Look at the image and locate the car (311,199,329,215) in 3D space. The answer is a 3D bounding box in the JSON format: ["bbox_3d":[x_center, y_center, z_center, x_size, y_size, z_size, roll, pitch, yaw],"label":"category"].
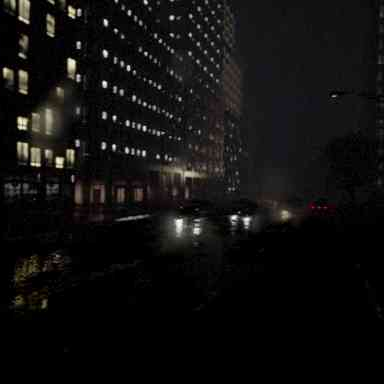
[{"bbox_3d":[14.339,1.710,37.342,2.033,1.411,5.357,2,0,22],"label":"car"}]

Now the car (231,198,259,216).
[{"bbox_3d":[5.309,1.491,32.730,2.033,1.411,5.357,2,0,22],"label":"car"}]

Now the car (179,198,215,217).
[{"bbox_3d":[0.535,1.310,29.552,1.882,1.535,5.008,2,0,22],"label":"car"}]

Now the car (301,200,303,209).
[{"bbox_3d":[14.756,1.583,47.393,1.882,1.535,5.008,2,1,22],"label":"car"}]

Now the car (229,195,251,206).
[{"bbox_3d":[6.371,1.063,43.912,1.994,1.385,4.181,2,0,22],"label":"car"}]

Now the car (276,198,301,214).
[{"bbox_3d":[10.542,1.539,36.734,1.882,1.535,5.008,2,0,22],"label":"car"}]

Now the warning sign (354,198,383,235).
[{"bbox_3d":[9.689,1.280,18.183,1.300,1.860,1.060,3,2,22],"label":"warning sign"}]

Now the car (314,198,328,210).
[{"bbox_3d":[19.034,1.738,49.124,1.812,1.442,4.674,2,0,22],"label":"car"}]
